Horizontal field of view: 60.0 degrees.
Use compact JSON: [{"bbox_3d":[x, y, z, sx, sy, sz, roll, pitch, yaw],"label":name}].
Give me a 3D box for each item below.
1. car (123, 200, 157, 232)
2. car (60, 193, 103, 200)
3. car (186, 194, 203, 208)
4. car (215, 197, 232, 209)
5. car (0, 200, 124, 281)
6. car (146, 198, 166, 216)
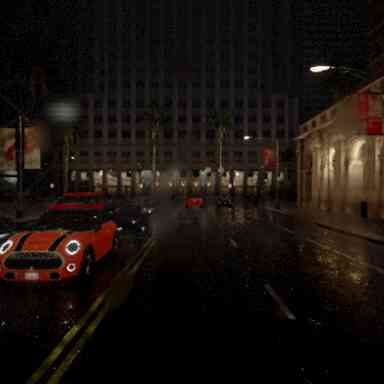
[{"bbox_3d":[-3.524,1.411,19.185,2.033,1.411,5.357,0,0,1],"label":"car"},{"bbox_3d":[-6.996,1.075,20.517,2.150,2.045,5.566,0,0,1],"label":"car"},{"bbox_3d":[0.342,1.050,42.422,2.097,1.767,4.553,0,0,1],"label":"car"},{"bbox_3d":[3.811,1.260,40.411,2.033,1.411,5.357,0,0,1],"label":"car"},{"bbox_3d":[-3.587,1.282,9.711,2.097,1.767,4.553,0,0,0],"label":"car"},{"bbox_3d":[-3.367,1.283,29.283,2.128,1.511,4.902,0,0,1],"label":"car"}]
